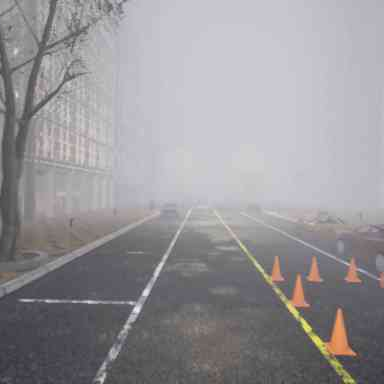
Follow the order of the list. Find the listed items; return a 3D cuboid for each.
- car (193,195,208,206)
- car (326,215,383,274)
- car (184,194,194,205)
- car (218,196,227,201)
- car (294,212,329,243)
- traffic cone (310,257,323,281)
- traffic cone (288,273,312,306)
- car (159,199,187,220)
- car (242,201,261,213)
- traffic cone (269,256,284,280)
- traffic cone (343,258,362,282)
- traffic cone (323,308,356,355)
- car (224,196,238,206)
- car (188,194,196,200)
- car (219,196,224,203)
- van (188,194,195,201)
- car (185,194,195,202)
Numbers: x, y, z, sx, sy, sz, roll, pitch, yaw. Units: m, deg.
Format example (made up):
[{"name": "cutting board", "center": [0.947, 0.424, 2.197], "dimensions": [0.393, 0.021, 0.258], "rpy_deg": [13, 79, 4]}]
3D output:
[{"name": "car", "center": [1.727, 1.610, 58.228], "dimensions": [2.128, 1.511, 4.902], "rpy_deg": [1, 0, 1]}, {"name": "car", "center": [6.254, 1.662, 10.773], "dimensions": [1.887, 1.381, 4.507], "rpy_deg": [0, 0, 1]}, {"name": "car", "center": [-0.892, 1.608, 61.558], "dimensions": [1.752, 1.417, 4.829], "rpy_deg": [0, 0, 1]}, {"name": "car", "center": [8.176, 1.809, 89.748], "dimensions": [2.008, 1.369, 4.403], "rpy_deg": [0, 0, 1]}, {"name": "car", "center": [6.396, 1.654, 16.583], "dimensions": [1.752, 1.417, 4.829], "rpy_deg": [0, 0, 1]}, {"name": "traffic cone", "center": [3.243, 2.022, 8.822], "dimensions": [0.340, 0.580, 0.340], "rpy_deg": [1, 0, 1]}, {"name": "traffic cone", "center": [2.195, 2.002, 6.847], "dimensions": [0.340, 0.580, 0.340], "rpy_deg": [1, 0, 1]}, {"name": "car", "center": [-1.711, 1.571, 27.889], "dimensions": [2.008, 1.369, 4.403], "rpy_deg": [0, 0, 1]}, {"name": "car", "center": [6.941, 1.718, 38.978], "dimensions": [1.887, 1.381, 4.507], "rpy_deg": [0, 0, 1]}, {"name": "traffic cone", "center": [2.244, 2.006, 8.846], "dimensions": [0.340, 0.580, 0.340], "rpy_deg": [1, 0, 1]}, {"name": "traffic cone", "center": [4.243, 2.038, 8.797], "dimensions": [0.340, 0.580, 0.340], "rpy_deg": [1, 0, 1]}, {"name": "traffic cone", "center": [2.146, 1.998, 4.847], "dimensions": [0.340, 0.580, 0.340], "rpy_deg": [1, 0, 1]}, {"name": "car", "center": [7.490, 1.765, 61.542], "dimensions": [2.008, 1.369, 4.403], "rpy_deg": [0, 0, 1]}, {"name": "car", "center": [-0.062, 1.450, 95.566], "dimensions": [2.192, 1.841, 5.009], "rpy_deg": [0, 0, 1]}, {"name": "car", "center": [7.902, 1.792, 78.466], "dimensions": [2.008, 1.369, 4.403], "rpy_deg": [0, 0, 1]}, {"name": "van", "center": [-0.200, 1.468, 89.926], "dimensions": [1.690, 1.788, 3.998], "rpy_deg": [0, 0, 1]}, {"name": "car", "center": [-0.475, 1.425, 78.647], "dimensions": [2.192, 1.841, 5.009], "rpy_deg": [0, 0, 1]}]
